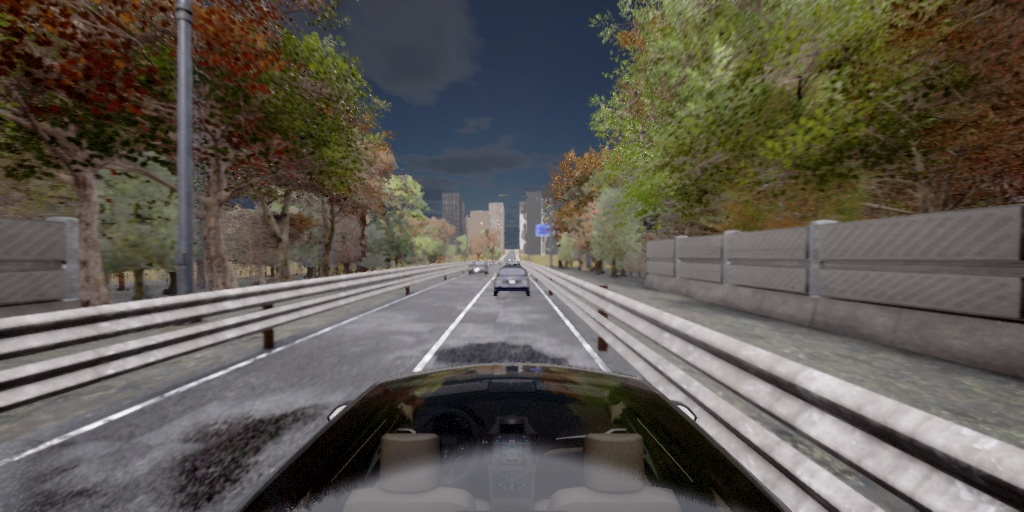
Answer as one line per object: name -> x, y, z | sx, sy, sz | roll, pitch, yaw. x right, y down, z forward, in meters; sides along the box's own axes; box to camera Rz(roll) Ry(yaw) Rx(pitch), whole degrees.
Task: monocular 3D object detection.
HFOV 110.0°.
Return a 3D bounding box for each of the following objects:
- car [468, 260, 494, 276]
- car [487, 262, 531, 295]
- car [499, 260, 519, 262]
car -> -3.350, 1.187, 36.668 | 2.128, 1.511, 4.902 | 0, 0, 0
car -> 0.008, 1.209, 18.843 | 2.033, 1.411, 5.357 | 0, 0, 0
car -> 0.059, 1.195, 38.180 | 2.128, 1.511, 4.902 | 0, 0, 0
